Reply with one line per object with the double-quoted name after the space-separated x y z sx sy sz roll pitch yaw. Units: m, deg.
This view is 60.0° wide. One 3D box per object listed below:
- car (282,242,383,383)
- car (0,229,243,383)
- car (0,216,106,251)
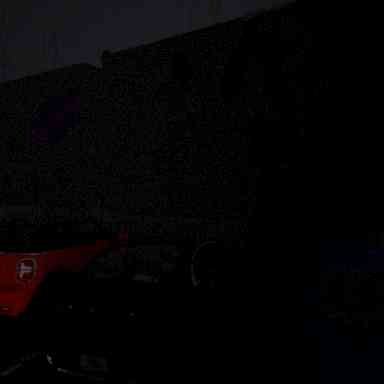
2.136 1.478 3.906 2.097 1.535 5.008 1 0 15 "car"
-0.341 1.452 5.632 2.231 1.521 4.892 0 0 15 "car"
-2.819 1.297 7.355 2.185 1.767 4.553 0 0 14 "car"
